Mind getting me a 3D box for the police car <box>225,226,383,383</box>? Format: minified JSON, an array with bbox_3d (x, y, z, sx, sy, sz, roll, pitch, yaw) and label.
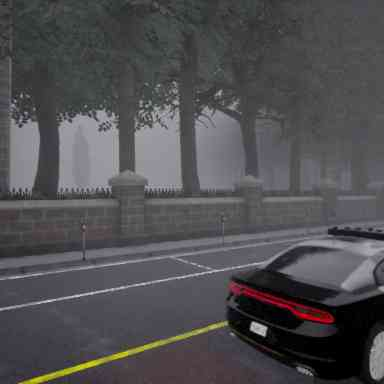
[{"bbox_3d":[2.899,1.424,5.500,5.238,1.638,1.930,0,0,-36],"label":"police car"}]
